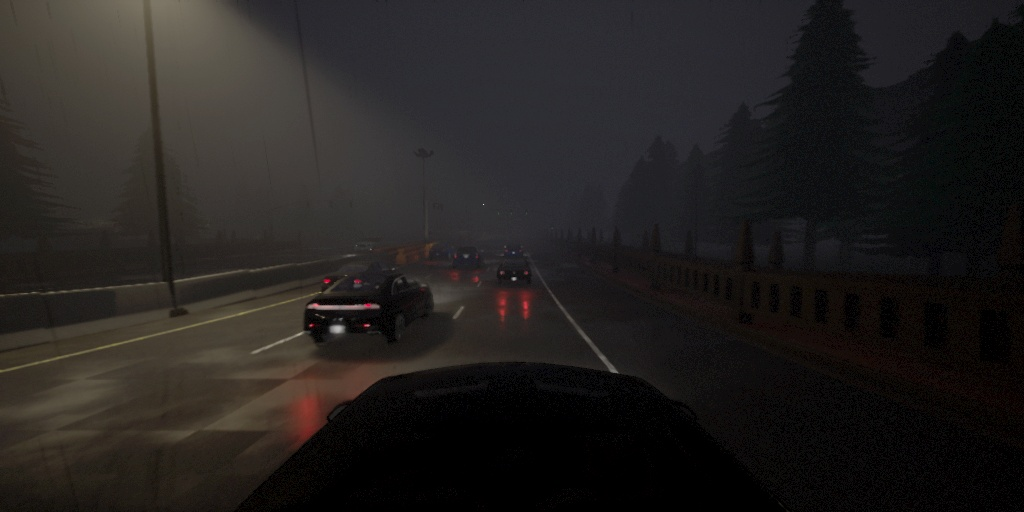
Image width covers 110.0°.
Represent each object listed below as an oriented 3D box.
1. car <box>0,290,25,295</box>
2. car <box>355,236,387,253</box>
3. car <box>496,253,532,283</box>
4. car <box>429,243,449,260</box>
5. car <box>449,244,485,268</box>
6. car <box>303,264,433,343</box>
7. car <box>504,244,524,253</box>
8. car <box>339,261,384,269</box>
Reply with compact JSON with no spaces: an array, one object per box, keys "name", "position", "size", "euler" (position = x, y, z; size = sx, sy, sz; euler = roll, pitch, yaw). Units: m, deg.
[{"name":"car","position":[-14.100,1.262,7.393],"size":[2.033,1.411,5.357],"euler":[0,1,0]},{"name":"car","position":[-17.386,-1.436,44.398],"size":[2.150,2.045,5.566],"euler":[0,5,0]},{"name":"car","position":[0.112,0.755,20.795],"size":[1.895,1.301,4.718],"euler":[0,4,0]},{"name":"car","position":[-6.838,-0.524,35.346],"size":[1.882,1.535,5.008],"euler":[0,5,0]},{"name":"car","position":[-3.370,-0.098,28.545],"size":[2.097,1.767,4.553],"euler":[0,5,0]},{"name":"car","position":[-3.395,1.165,9.401],"size":[2.128,1.511,4.902],"euler":[0,1,0]},{"name":"car","position":[0.169,-0.530,36.477],"size":[1.994,1.385,4.181],"euler":[0,5,0]},{"name":"car","position":[-6.891,0.933,16.987],"size":[2.033,1.411,5.357],"euler":[0,3,0]}]
